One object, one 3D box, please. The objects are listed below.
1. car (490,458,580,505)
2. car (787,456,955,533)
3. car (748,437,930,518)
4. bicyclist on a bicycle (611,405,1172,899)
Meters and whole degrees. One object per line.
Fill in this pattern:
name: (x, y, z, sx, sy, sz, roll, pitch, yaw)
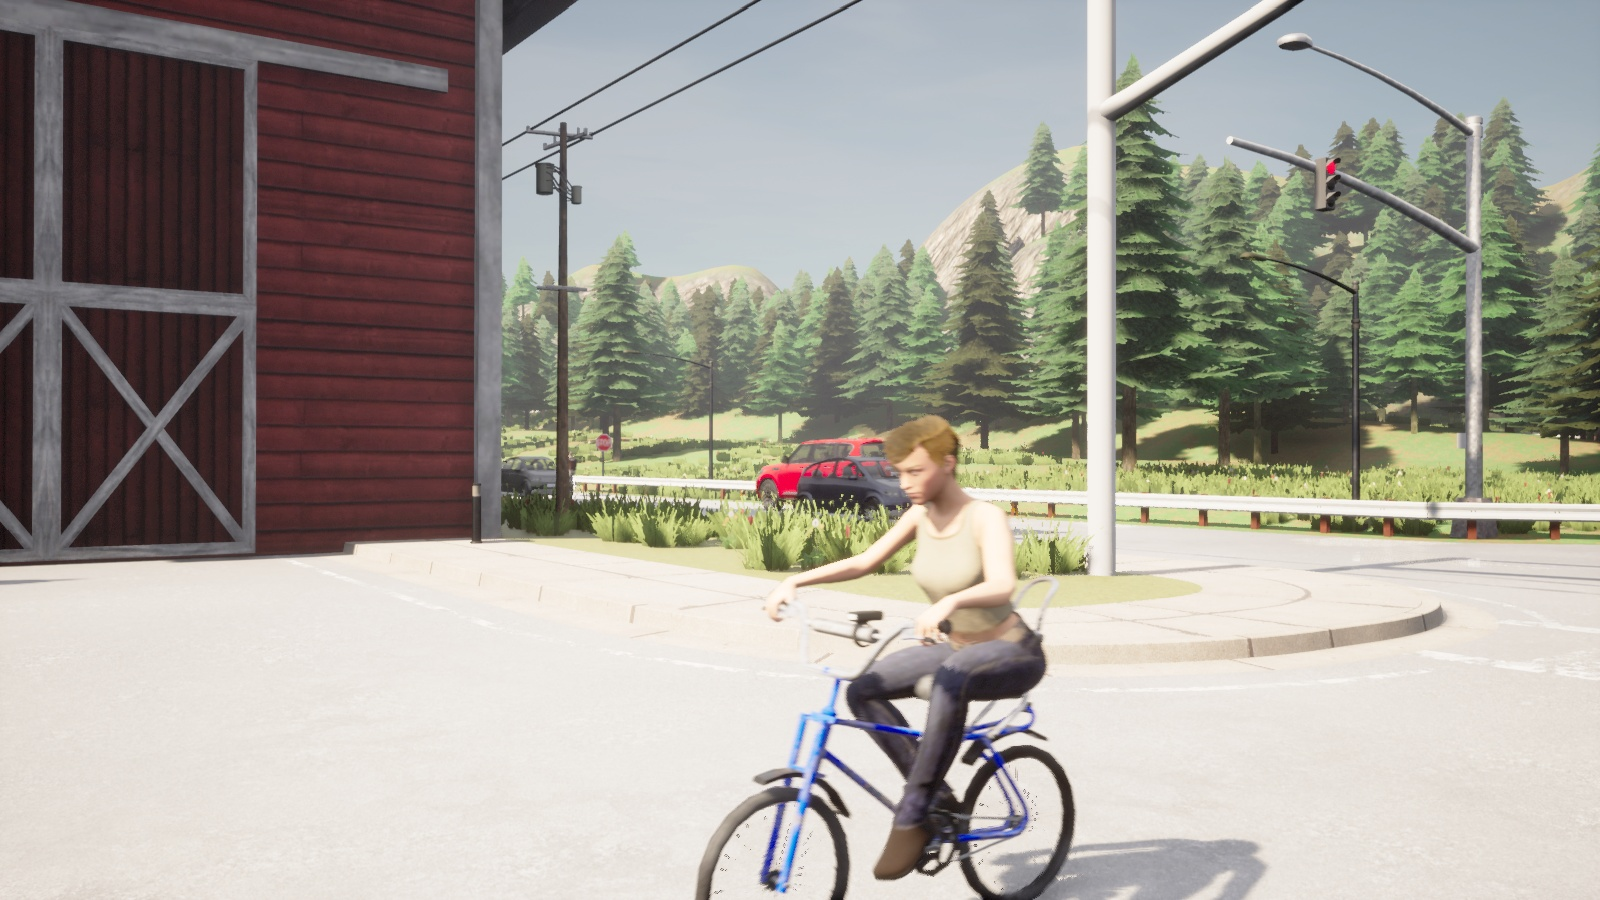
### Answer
car: (-9.197, 1.047, 43.391, 1.789, 1.549, 3.705, 0, 0, -34)
car: (1.488, 0.920, 27.439, 1.789, 1.549, 3.705, 0, 0, -34)
car: (0.942, 0.706, 34.543, 2.150, 2.045, 5.566, 0, 0, -34)
bicyclist on a bicycle: (0.297, 0.696, 3.865, 1.509, 1.612, 0.866, 0, 0, -35)
